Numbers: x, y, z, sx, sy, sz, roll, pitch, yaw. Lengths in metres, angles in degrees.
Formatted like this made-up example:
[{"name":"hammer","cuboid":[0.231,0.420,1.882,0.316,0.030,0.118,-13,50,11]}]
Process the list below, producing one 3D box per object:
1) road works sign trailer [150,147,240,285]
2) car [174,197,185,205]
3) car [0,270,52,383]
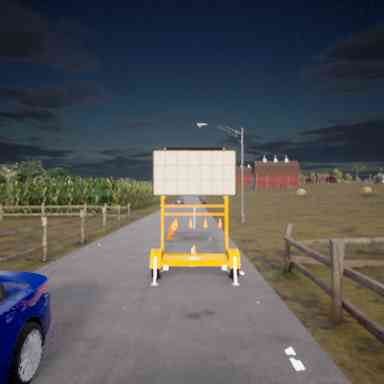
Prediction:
[{"name":"road works sign trailer","cuboid":[0.073,0.517,9.602,2.380,3.560,2.880,0,0,0]},{"name":"car","cuboid":[-2.517,1.782,66.242,2.128,1.511,4.902,0,0,0]},{"name":"car","cuboid":[-2.839,1.492,2.492,1.882,1.535,5.008,0,0,0]}]
